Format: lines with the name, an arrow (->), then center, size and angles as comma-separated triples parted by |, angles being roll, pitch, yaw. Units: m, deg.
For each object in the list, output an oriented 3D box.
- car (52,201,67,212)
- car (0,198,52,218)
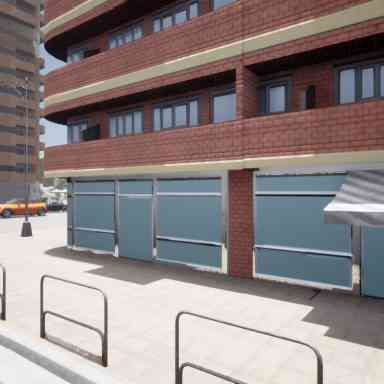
car -> -15.392, 1.601, 35.841 | 1.895, 1.301, 4.718 | 0, 0, 36
car -> -15.505, 1.352, 29.755 | 2.097, 1.767, 4.553 | 0, 0, 36
